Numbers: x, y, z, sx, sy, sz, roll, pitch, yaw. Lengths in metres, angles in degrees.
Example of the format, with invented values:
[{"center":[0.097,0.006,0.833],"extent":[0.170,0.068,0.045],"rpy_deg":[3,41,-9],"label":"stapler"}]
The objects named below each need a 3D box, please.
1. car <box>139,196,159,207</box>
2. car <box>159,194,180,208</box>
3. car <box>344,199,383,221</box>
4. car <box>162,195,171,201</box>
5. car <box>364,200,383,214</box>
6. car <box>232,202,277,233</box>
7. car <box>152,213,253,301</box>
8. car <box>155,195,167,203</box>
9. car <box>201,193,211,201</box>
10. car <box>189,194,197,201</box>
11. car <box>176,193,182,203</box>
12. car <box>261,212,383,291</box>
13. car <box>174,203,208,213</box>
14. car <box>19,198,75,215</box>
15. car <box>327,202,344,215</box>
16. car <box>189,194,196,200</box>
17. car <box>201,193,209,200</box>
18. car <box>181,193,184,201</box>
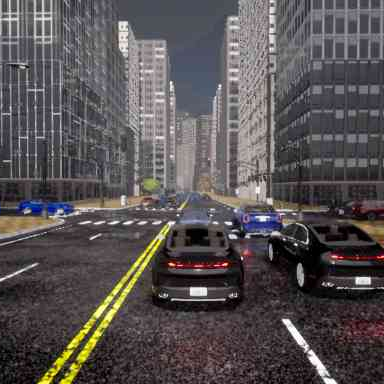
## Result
[{"center":[-6.459,1.491,49.065],"extent":[1.812,1.442,4.674],"rpy_deg":[0,0,2],"label":"car"},{"center":[-3.214,1.471,48.292],"extent":[1.837,1.490,4.892],"rpy_deg":[0,0,0],"label":"car"},{"center":[16.276,1.519,28.529],"extent":[5.009,1.841,2.192],"rpy_deg":[1,0,1],"label":"car"},{"center":[-6.284,1.435,82.523],"extent":[1.812,1.442,4.674],"rpy_deg":[0,0,0],"label":"car"},{"center":[21.906,1.643,36.800],"extent":[4.829,1.417,1.752],"rpy_deg":[1,0,1],"label":"car"},{"center":[3.396,1.342,18.051],"extent":[2.097,1.767,4.553],"rpy_deg":[0,0,0],"label":"car"},{"center":[0.120,1.501,8.261],"extent":[1.837,1.490,4.892],"rpy_deg":[0,0,0],"label":"car"},{"center":[-6.330,1.419,68.543],"extent":[1.882,1.535,5.008],"rpy_deg":[0,0,0],"label":"car"},{"center":[3.459,1.396,79.350],"extent":[1.882,1.535,5.008],"rpy_deg":[0,0,0],"label":"car"},{"center":[0.209,1.396,79.361],"extent":[1.882,1.535,5.008],"rpy_deg":[0,0,0],"label":"car"},{"center":[-3.182,1.460,57.631],"extent":[1.837,1.490,4.892],"rpy_deg":[0,0,0],"label":"car"},{"center":[3.374,1.500,8.968],"extent":[1.837,1.490,4.892],"rpy_deg":[0,0,0],"label":"car"},{"center":[0.147,1.538,17.816],"extent":[2.033,1.411,5.357],"rpy_deg":[0,0,0],"label":"car"},{"center":[-13.783,1.372,31.668],"extent":[5.008,1.535,1.882],"rpy_deg":[1,1,1],"label":"car"},{"center":[16.517,1.617,34.309],"extent":[4.892,1.490,1.837],"rpy_deg":[1,1,1],"label":"car"},{"center":[0.236,1.220,89.779],"extent":[1.882,1.535,5.008],"rpy_deg":[0,0,0],"label":"car"},{"center":[3.486,1.097,89.739],"extent":[2.097,1.767,4.553],"rpy_deg":[0,0,0],"label":"car"},{"center":[-3.089,1.468,68.090],"extent":[1.812,1.442,4.674],"rpy_deg":[0,0,1],"label":"car"}]
